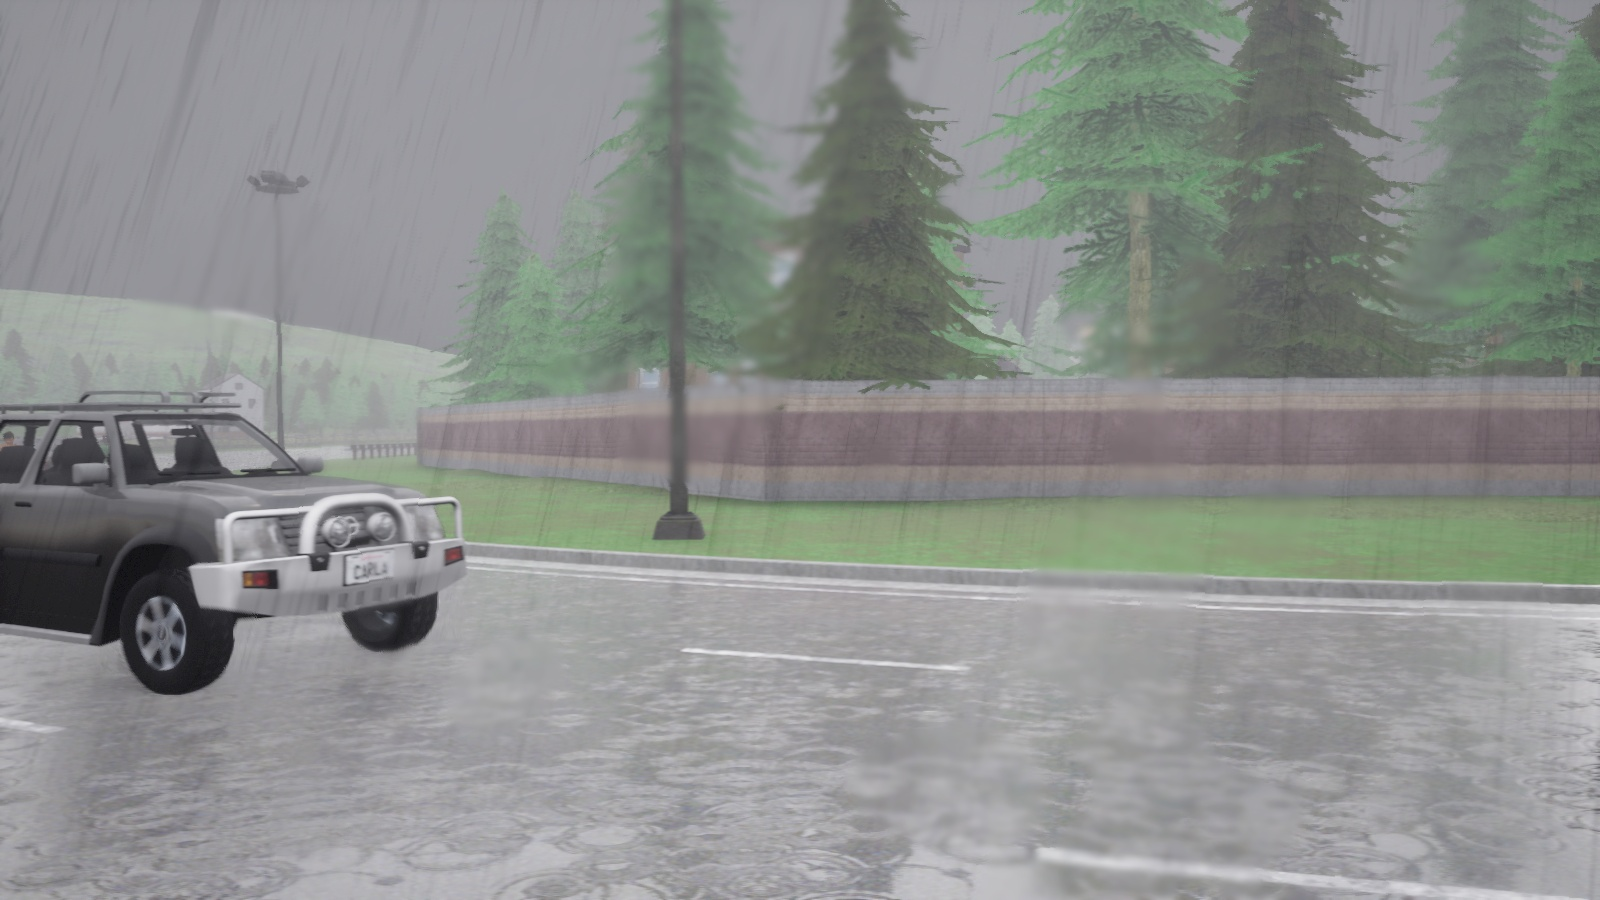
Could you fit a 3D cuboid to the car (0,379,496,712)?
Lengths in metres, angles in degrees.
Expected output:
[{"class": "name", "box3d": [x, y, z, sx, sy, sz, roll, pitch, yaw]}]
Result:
[{"class": "car", "box3d": [-4.576, 0.490, 8.964, 4.605, 1.855, 1.932, 1, 1, 30]}]
